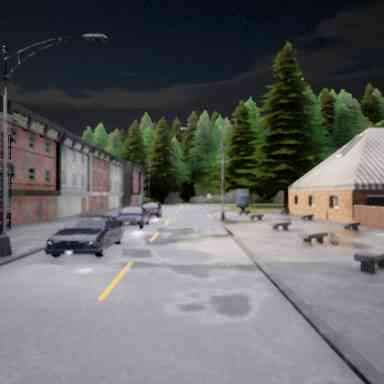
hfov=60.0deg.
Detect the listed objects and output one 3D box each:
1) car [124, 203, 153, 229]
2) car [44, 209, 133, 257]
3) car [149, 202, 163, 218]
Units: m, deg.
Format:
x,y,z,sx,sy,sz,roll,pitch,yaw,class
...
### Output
x,y,z,sx,sy,sz,roll,pitch,yaw,class
-4.075,1.706,23.303,1.812,1.442,4.674,0,0,0,car
-4.078,1.654,13.690,2.033,1.411,5.357,0,0,0,car
-4.038,1.785,33.588,1.812,1.442,4.674,0,0,1,car
